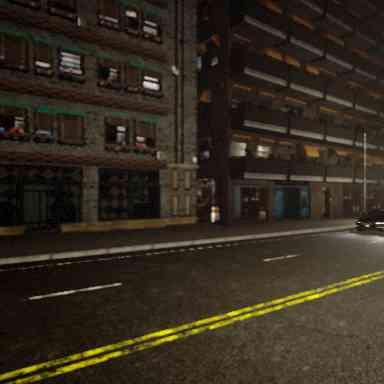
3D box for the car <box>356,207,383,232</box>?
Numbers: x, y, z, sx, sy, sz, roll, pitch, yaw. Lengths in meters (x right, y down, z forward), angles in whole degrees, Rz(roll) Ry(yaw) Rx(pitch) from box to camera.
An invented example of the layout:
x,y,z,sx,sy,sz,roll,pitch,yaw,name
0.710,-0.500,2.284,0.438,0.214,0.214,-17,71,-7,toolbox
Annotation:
x,y,z,sx,sy,sz,roll,pitch,yaw,name
12.074,1.732,20.734,4.892,1.490,1.837,1,0,-37,car
